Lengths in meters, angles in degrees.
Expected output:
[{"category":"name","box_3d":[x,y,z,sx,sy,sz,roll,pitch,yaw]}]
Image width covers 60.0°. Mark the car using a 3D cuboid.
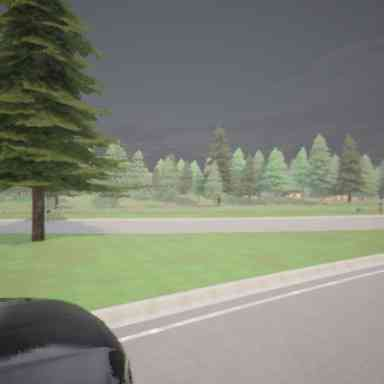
[{"category":"car","box_3d":[-2.826,1.244,1.187,5.566,2.045,2.150,1,0,-36]}]
